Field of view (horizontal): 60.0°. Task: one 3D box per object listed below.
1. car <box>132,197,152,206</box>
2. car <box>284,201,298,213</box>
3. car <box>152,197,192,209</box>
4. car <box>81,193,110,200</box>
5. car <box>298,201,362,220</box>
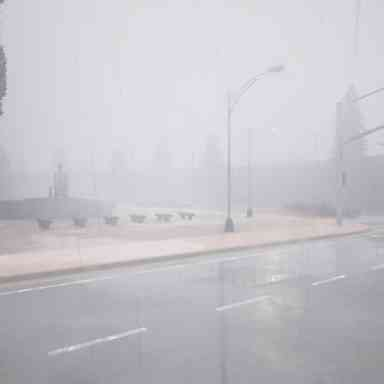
[{"bbox_3d":[-6.283,1.548,52.162,5.357,1.411,2.033,0,0,28],"label":"car"},{"bbox_3d":[11.926,1.601,34.331,1.895,1.301,4.718,0,0,-36],"label":"car"},{"bbox_3d":[-2.519,1.547,45.617,5.357,1.411,2.033,0,0,38],"label":"car"},{"bbox_3d":[-18.646,1.221,63.939,5.566,2.045,2.150,0,0,10],"label":"car"},{"bbox_3d":[11.863,1.601,28.454,1.895,1.301,4.718,0,0,-36],"label":"car"}]
